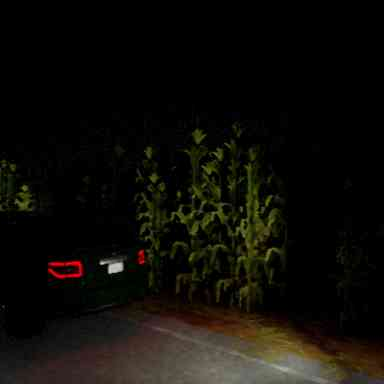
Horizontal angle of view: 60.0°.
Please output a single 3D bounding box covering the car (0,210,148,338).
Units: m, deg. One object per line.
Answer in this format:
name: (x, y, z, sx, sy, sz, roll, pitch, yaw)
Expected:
car: (-3.432, 1.402, 7.208, 5.566, 2.045, 2.150, -1, -2, 37)
